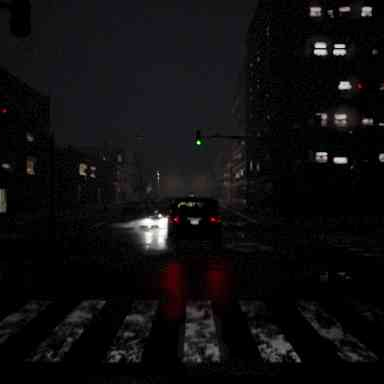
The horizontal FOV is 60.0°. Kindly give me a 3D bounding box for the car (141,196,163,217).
[{"bbox_3d":[-3.094,1.454,31.240,2.128,1.511,4.902,0,0,0],"label":"car"}]

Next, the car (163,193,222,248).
[{"bbox_3d":[0.099,1.203,14.922,2.150,2.045,5.566,0,0,0],"label":"car"}]

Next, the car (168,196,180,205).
[{"bbox_3d":[-3.049,1.458,56.322,1.812,1.442,4.674,0,0,1],"label":"car"}]

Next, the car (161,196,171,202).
[{"bbox_3d":[-5.690,1.496,72.627,1.802,1.307,4.206,1,0,0],"label":"car"}]

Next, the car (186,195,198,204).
[{"bbox_3d":[-0.011,1.419,60.496,2.128,1.511,4.902,0,0,0],"label":"car"}]

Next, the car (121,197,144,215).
[{"bbox_3d":[-5.758,1.505,32.824,1.887,1.381,4.507,1,0,0],"label":"car"}]

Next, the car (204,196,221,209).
[{"bbox_3d":[2.698,1.387,44.256,1.967,1.590,4.097,1,0,0],"label":"car"}]

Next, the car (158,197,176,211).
[{"bbox_3d":[-3.083,1.448,42.315,1.837,1.490,4.892,0,2,1],"label":"car"}]
